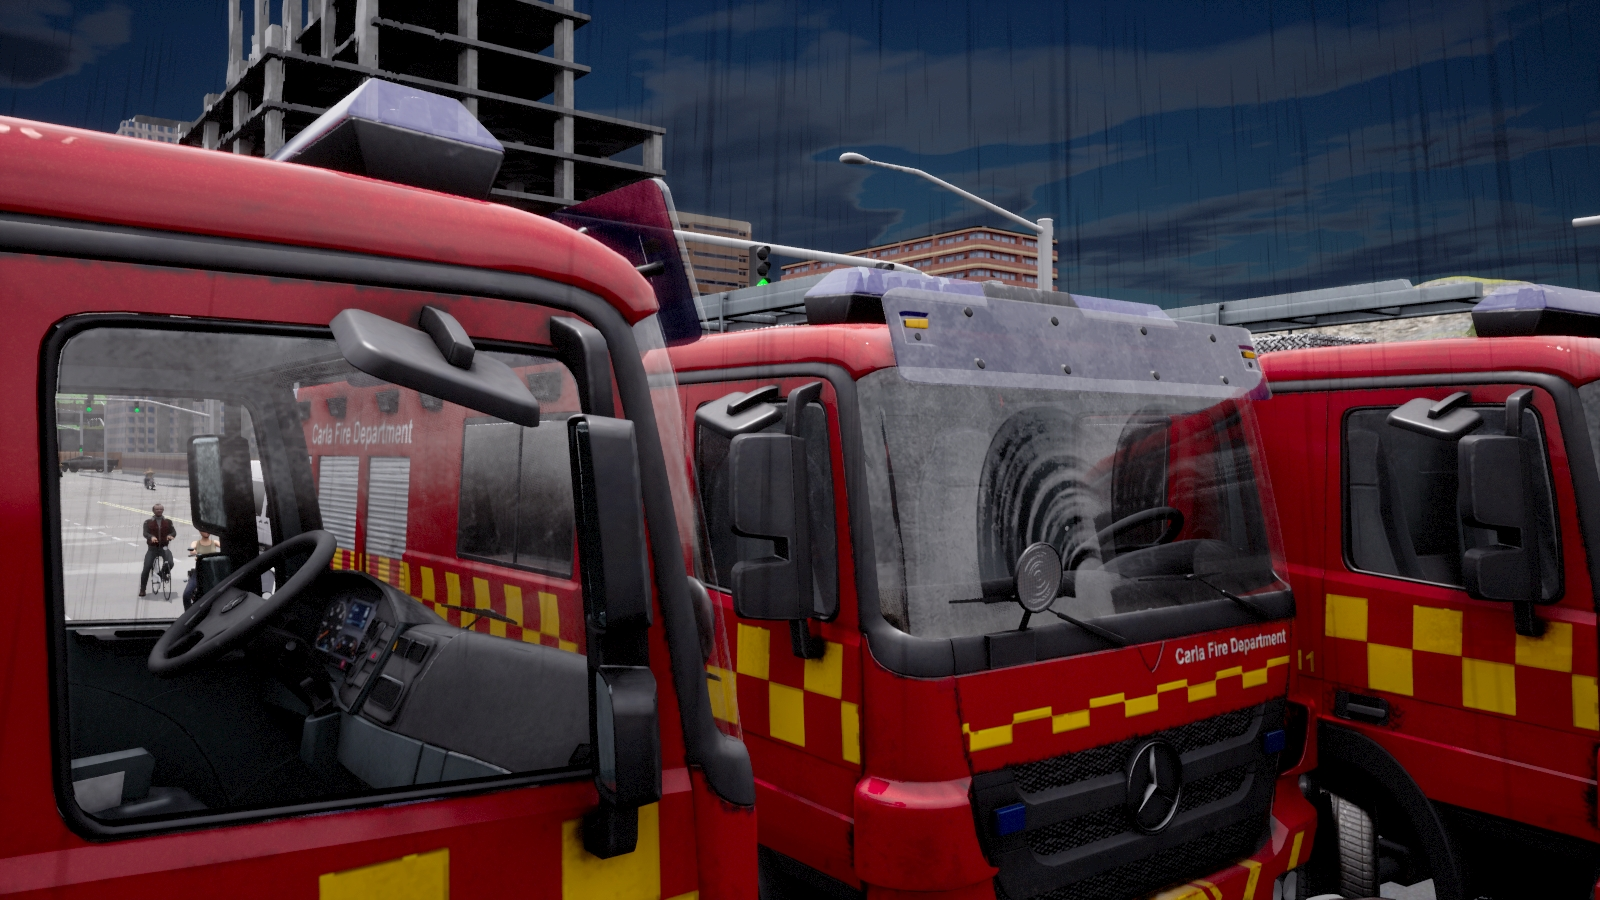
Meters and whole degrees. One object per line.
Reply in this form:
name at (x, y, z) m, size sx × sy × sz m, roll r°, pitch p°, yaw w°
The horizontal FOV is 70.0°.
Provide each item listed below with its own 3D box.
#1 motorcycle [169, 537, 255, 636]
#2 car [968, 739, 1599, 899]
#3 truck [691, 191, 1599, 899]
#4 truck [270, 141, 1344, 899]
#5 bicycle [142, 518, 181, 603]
motorcycle at (-9.533, 2.155, 18.464) m, size 0.764 × 1.307 × 2.356 m, roll 0°, pitch 0°, yaw -39°
car at (2.437, 2.065, 3.109) m, size 1.970 × 1.475 × 3.806 m, roll 0°, pitch 0°, yaw -30°
truck at (2.348, 0.890, 8.605) m, size 2.891 × 3.827 × 8.468 m, roll 0°, pitch 0°, yaw -31°
truck at (-1.099, 0.890, 8.003) m, size 2.891 × 3.827 × 8.468 m, roll 0°, pitch 0°, yaw -38°
bicycle at (-12.095, 2.060, 21.614) m, size 0.329 × 1.471 × 1.835 m, roll 0°, pitch 0°, yaw -39°
